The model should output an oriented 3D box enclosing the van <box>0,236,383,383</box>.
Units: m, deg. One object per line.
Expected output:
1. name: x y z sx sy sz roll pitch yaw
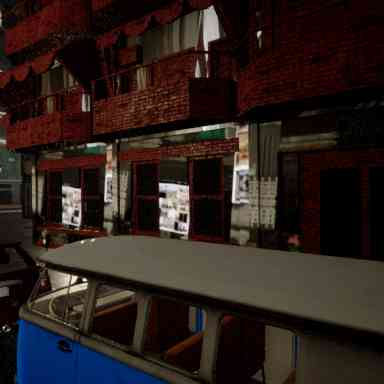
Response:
1. van: 0.230 1.341 2.571 3.998 1.788 1.690 0 -1 36
